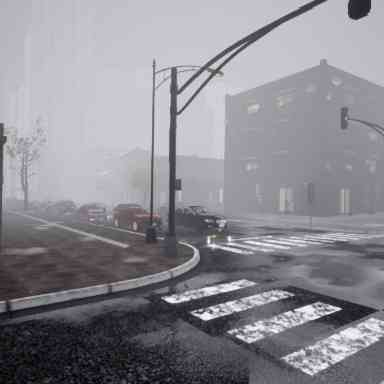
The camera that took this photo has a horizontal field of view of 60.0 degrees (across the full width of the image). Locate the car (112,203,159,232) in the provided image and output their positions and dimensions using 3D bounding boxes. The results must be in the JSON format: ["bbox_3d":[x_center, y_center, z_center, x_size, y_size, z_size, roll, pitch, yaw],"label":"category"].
[{"bbox_3d":[-3.426,1.616,20.831,1.887,1.381,4.507,1,-1,-35],"label":"car"}]

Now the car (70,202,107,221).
[{"bbox_3d":[-8.585,1.730,28.207,1.802,1.307,4.206,1,-1,-35],"label":"car"}]

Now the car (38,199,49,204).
[{"bbox_3d":[-38.014,2.403,85.147,1.752,1.417,4.829,1,-1,-35],"label":"car"}]

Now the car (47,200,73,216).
[{"bbox_3d":[-13.742,1.792,35.584,1.947,1.339,4.313,1,-1,-35],"label":"car"}]

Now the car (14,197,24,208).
[{"bbox_3d":[-29.114,2.013,57.784,1.887,1.381,4.507,1,-1,-35],"label":"car"}]

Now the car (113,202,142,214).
[{"bbox_3d":[-8.340,1.966,42.921,2.008,1.369,4.403,1,-1,-35],"label":"car"}]

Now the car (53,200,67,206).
[{"bbox_3d":[-28.405,2.307,71.404,1.802,1.307,4.206,1,-1,-35],"label":"car"}]

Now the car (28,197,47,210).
[{"bbox_3d":[-22.719,1.891,48.545,1.752,1.417,4.829,1,-1,-35],"label":"car"}]

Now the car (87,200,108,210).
[{"bbox_3d":[-14.822,2.039,52.098,1.752,1.417,4.829,1,-1,-35],"label":"car"}]

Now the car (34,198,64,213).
[{"bbox_3d":[-18.042,1.843,41.784,2.008,1.369,4.403,1,-1,-35],"label":"car"}]

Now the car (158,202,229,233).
[{"bbox_3d":[0.246,1.593,20.335,2.128,1.511,4.902,1,-1,-35],"label":"car"}]

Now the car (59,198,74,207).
[{"bbox_3d":[-25.235,2.115,66.871,1.967,1.590,4.097,1,-1,-35],"label":"car"}]

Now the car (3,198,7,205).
[{"bbox_3d":[-38.444,1.931,71.143,2.192,1.841,5.009,1,-1,-35],"label":"car"}]

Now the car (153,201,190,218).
[{"bbox_3d":[-2.135,1.762,34.060,1.967,1.590,4.097,1,-1,-35],"label":"car"}]

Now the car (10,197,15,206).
[{"bbox_3d":[-32.103,2.081,62.071,1.947,1.339,4.313,1,-1,-35],"label":"car"}]

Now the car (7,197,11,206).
[{"bbox_3d":[-35.274,2.131,66.605,1.947,1.339,4.313,1,-1,-35],"label":"car"}]
